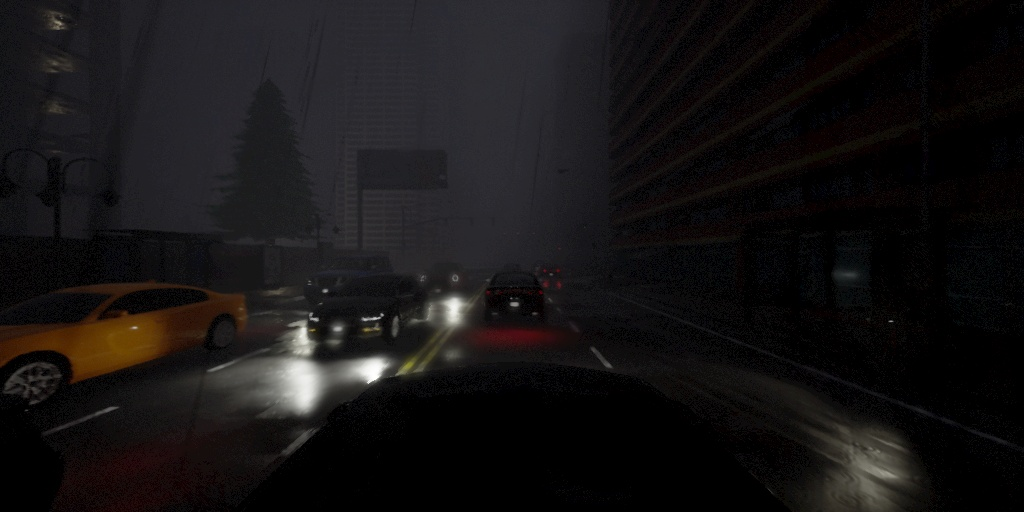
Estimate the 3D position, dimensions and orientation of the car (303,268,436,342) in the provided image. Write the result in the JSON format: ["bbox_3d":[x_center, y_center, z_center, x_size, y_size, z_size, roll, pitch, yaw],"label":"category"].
[{"bbox_3d":[-3.610,1.258,9.861,1.837,1.490,4.892,0,0,0],"label":"car"}]

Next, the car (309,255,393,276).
[{"bbox_3d":[-7.116,0.978,16.444,2.150,2.045,5.566,0,0,0],"label":"car"}]

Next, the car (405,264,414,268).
[{"bbox_3d":[-7.101,1.283,26.760,1.812,1.442,4.674,0,0,0],"label":"car"}]

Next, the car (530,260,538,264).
[{"bbox_3d":[3.498,1.256,46.818,1.837,1.490,4.892,0,0,0],"label":"car"}]

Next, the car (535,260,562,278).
[{"bbox_3d":[3.527,1.350,33.899,1.895,1.301,4.718,0,0,0],"label":"car"}]

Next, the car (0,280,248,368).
[{"bbox_3d":[-7.103,1.233,6.252,1.882,1.535,5.008,0,0,0],"label":"car"}]

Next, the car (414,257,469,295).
[{"bbox_3d":[-3.615,1.106,19.751,2.097,1.767,4.553,0,0,0],"label":"car"}]

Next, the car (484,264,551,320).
[{"bbox_3d":[0.087,1.228,12.709,1.882,1.535,5.008,0,0,0],"label":"car"}]

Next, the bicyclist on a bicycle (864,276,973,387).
[{"bbox_3d":[6.049,1.103,5.401,1.656,1.620,0.582,-9,0,0],"label":"bicyclist on a bicycle"}]
